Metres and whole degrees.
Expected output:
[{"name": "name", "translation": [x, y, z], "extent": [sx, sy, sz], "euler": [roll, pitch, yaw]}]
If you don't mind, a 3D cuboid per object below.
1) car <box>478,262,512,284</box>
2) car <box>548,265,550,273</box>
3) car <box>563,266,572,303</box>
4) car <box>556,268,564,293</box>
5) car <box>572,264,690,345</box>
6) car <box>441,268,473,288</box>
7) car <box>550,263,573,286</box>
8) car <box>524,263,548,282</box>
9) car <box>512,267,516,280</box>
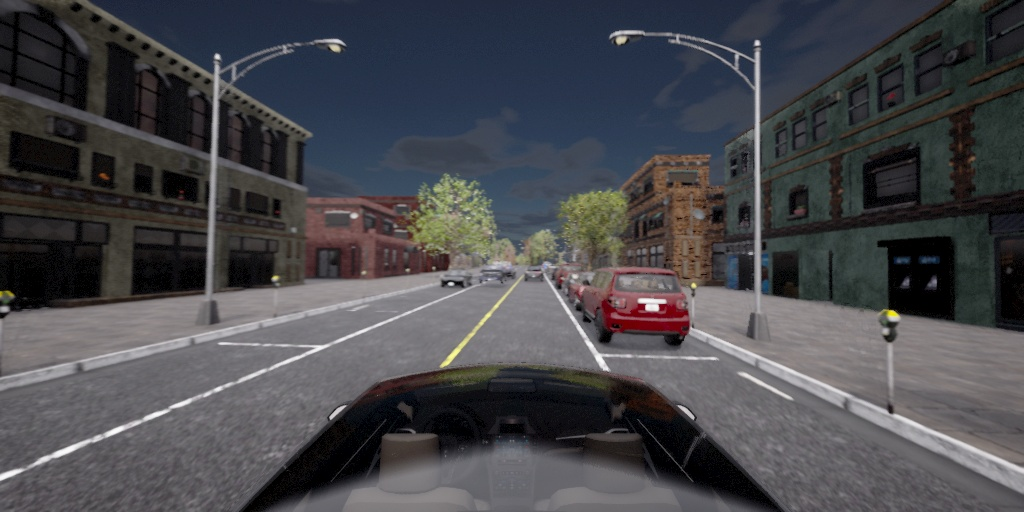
[{"name": "car", "translation": [-1.375, 1.291, 27.752], "extent": [2.033, 1.411, 5.357], "euler": [1, -1, 4]}, {"name": "car", "translation": [4.975, 1.889, 37.733], "extent": [1.948, 1.339, 4.313], "euler": [0, 0, 4]}, {"name": "car", "translation": [3.511, 1.434, 15.610], "extent": [1.967, 1.591, 4.097], "euler": [0, 0, 4]}, {"name": "car", "translation": [3.877, 1.627, 21.141], "extent": [2.007, 1.370, 4.403], "euler": [0, 0, 4]}, {"name": "car", "translation": [3.145, 1.226, 10.079], "extent": [2.192, 1.841, 5.009], "euler": [0, 0, 4]}, {"name": "car", "translation": [-4.119, 1.618, 27.214], "extent": [1.948, 1.339, 4.313], "euler": [0, 0, 4]}, {"name": "car", "translation": [4.243, 1.474, 26.672], "extent": [2.192, 1.841, 5.009], "euler": [0, 0, 4]}, {"name": "car", "translation": [2.223, 1.753, 35.966], "extent": [2.128, 1.511, 4.902], "euler": [1, -1, 4]}, {"name": "car", "translation": [-0.578, 1.878, 39.885], "extent": [1.895, 1.301, 4.718], "euler": [1, -1, 4]}]
